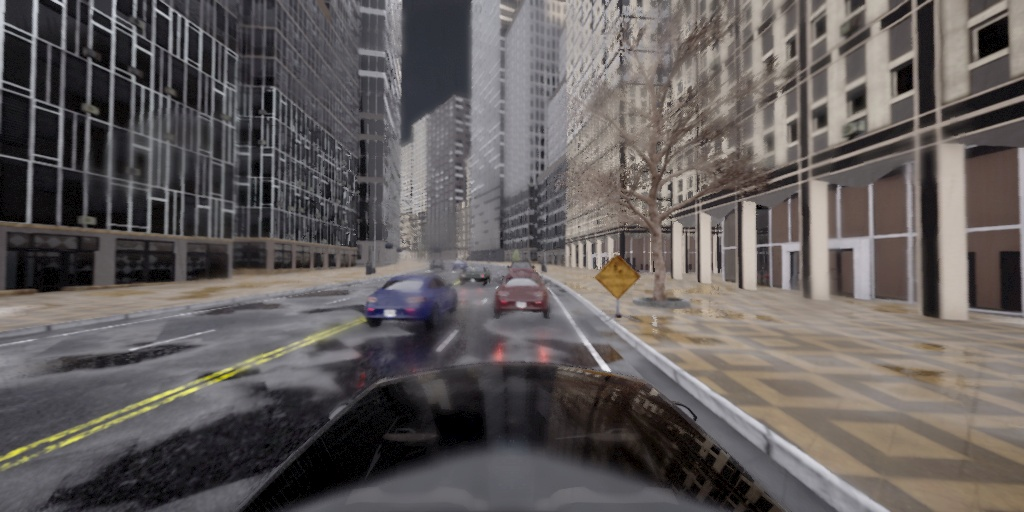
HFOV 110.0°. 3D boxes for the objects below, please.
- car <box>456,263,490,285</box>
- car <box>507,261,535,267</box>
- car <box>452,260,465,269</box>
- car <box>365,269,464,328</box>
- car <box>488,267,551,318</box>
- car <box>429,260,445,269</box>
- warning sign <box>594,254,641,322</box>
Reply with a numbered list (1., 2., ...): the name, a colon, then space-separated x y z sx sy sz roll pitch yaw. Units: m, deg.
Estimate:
1. car: -2.578 1.370 26.082 1.895 1.301 4.718 0 0 0
2. car: 0.670 1.132 27.198 2.097 1.767 4.553 0 0 0
3. car: -7.106 1.298 49.099 1.812 1.442 4.674 0 0 -5
4. car: -2.942 1.277 11.260 1.812 1.442 4.674 0 -1 3
5. car: 0.389 1.285 12.916 1.812 1.442 4.674 0 0 3
6. car: -10.543 1.263 50.869 1.837 1.490 4.892 0 -1 -6
7. warning sign: 3.025 0.878 10.230 1.300 1.860 1.060 0 0 2
